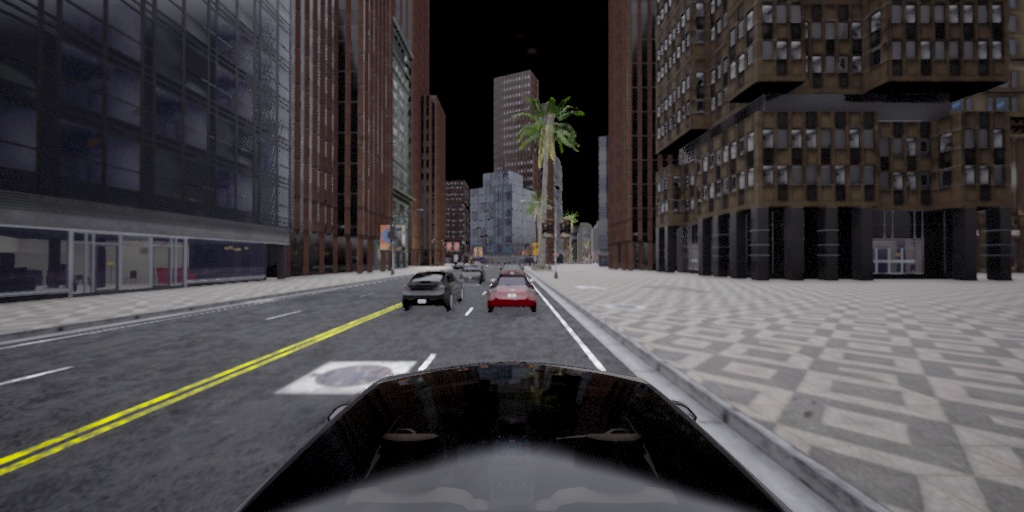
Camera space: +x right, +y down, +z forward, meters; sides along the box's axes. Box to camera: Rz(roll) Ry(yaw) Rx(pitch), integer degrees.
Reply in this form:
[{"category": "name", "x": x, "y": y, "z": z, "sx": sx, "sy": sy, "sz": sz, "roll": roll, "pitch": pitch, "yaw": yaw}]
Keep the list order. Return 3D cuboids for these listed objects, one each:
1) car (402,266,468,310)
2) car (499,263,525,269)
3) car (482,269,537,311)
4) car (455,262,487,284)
[{"category": "car", "x": -3.237, "y": 1.391, "z": 15.354, "sx": 1.837, "sy": 1.490, "sz": 4.892, "roll": 0, "pitch": 0, "yaw": 0}, {"category": "car", "x": 0.008, "y": 1.382, "z": 30.282, "sx": 2.097, "sy": 1.767, "sz": 4.553, "roll": 0, "pitch": -1, "yaw": 0}, {"category": "car", "x": 0.011, "y": 1.448, "z": 15.288, "sx": 1.994, "sy": 1.385, "sz": 4.181, "roll": 0, "pitch": 0, "yaw": 0}, {"category": "car", "x": -3.242, "y": 1.525, "z": 30.365, "sx": 2.128, "sy": 1.511, "sz": 4.902, "roll": 0, "pitch": 0, "yaw": 0}]
